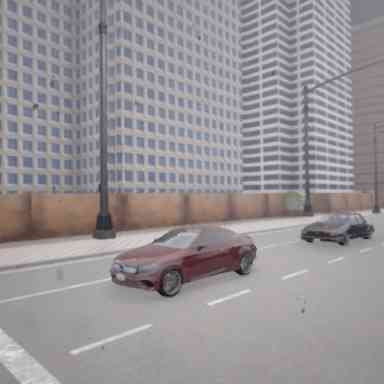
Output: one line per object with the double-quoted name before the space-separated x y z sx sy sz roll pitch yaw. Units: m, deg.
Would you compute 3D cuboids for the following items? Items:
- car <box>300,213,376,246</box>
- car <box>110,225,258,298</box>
"car" 7.449 1.747 16.633 5.357 1.411 2.033 0 -1 -44
"car" 0.019 1.688 9.241 4.674 1.442 1.812 0 -1 -45
